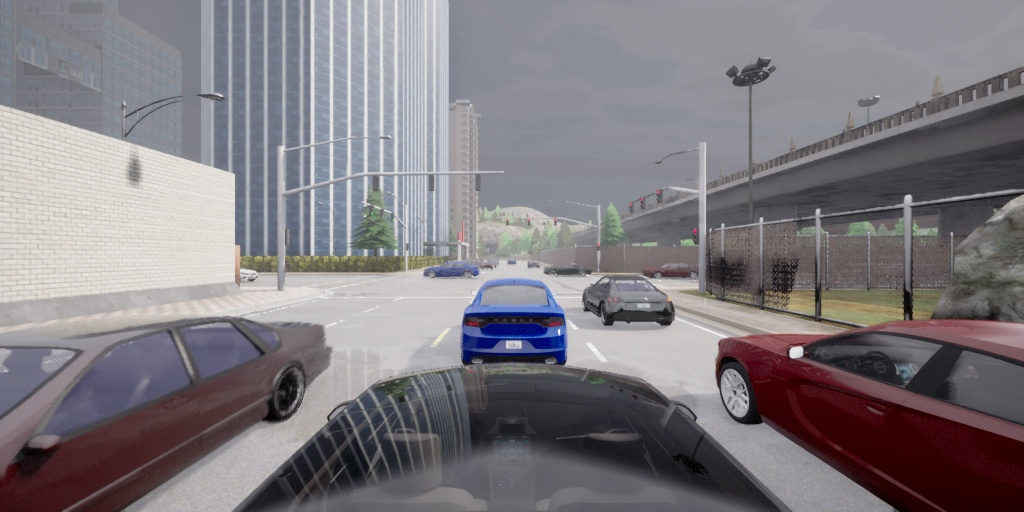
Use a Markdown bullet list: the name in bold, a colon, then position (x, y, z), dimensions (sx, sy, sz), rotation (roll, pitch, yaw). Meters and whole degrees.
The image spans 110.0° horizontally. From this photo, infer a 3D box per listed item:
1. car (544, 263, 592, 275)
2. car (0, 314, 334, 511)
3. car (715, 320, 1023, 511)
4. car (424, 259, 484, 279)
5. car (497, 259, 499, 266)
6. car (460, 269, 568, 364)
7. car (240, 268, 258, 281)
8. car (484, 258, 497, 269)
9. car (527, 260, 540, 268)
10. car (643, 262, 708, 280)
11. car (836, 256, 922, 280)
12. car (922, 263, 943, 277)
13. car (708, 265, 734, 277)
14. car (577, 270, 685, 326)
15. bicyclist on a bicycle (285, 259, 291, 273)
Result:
- **car**: position (5.437, 1.376, 35.455), dimensions (4.718, 1.301, 1.895), rotation (0, 0, 0)
- **car**: position (-3.613, 1.297, 3.067), dimensions (2.033, 1.411, 5.357), rotation (0, 0, 0)
- **car**: position (3.601, 1.228, 2.715), dimensions (1.882, 1.535, 5.008), rotation (0, 0, 0)
- **car**: position (-5.318, 1.258, 31.932), dimensions (5.008, 1.535, 1.882), rotation (0, 0, 0)
- **car**: position (-3.566, 1.351, 61.058), dimensions (1.895, 1.301, 4.718), rotation (0, 0, 0)
- **car**: position (0.053, 1.228, 8.049), dimensions (1.882, 1.535, 5.008), rotation (0, 0, 1)
- **car**: position (-22.634, 1.331, 28.218), dimensions (4.674, 1.442, 1.812), rotation (0, 0, 0)
- **car**: position (-3.579, 1.351, 51.894), dimensions (1.895, 1.301, 4.718), rotation (0, 0, 0)
- **car**: position (3.598, 1.350, 60.860), dimensions (1.895, 1.301, 4.718), rotation (0, 0, 0)
- **car**: position (14.233, 1.283, 31.971), dimensions (5.008, 1.535, 1.882), rotation (0, 0, 0)
- **car**: position (32.373, 1.028, 31.993), dimensions (5.566, 2.045, 2.150), rotation (0, 0, 0)
- **car**: position (39.731, 1.369, 35.504), dimensions (4.181, 1.385, 1.994), rotation (0, 0, 0)
- **car**: position (19.193, 1.310, 35.481), dimensions (4.892, 1.490, 1.837), rotation (0, 0, 0)
- **car**: position (3.576, 1.314, 11.709), dimensions (1.994, 1.385, 4.181), rotation (0, 0, 0)
- **bicyclist on a bicycle**: position (-25.296, 1.106, 40.175), dimensions (0.582, 1.620, 1.656), rotation (0, 0, 0)
